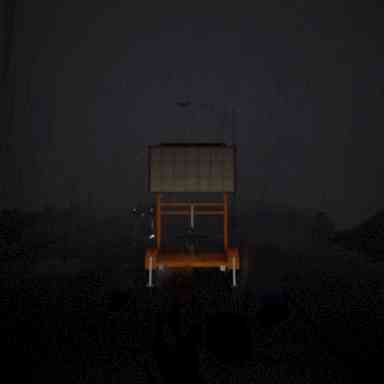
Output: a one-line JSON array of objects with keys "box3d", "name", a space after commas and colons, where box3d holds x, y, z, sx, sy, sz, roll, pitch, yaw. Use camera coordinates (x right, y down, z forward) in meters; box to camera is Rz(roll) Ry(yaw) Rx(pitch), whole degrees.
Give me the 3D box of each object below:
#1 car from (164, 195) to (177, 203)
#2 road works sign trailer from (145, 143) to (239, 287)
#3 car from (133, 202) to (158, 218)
[{"box3d": [-3.966, 1.275, 61.371, 2.097, 1.767, 4.553, 0, 0, 1], "name": "car"}, {"box3d": [0.009, 0.452, 9.269, 2.380, 3.560, 2.880, 0, 0, 0], "name": "road works sign trailer"}, {"box3d": [-4.074, 1.562, 29.926, 1.895, 1.301, 4.718, 0, 0, 0], "name": "car"}]
